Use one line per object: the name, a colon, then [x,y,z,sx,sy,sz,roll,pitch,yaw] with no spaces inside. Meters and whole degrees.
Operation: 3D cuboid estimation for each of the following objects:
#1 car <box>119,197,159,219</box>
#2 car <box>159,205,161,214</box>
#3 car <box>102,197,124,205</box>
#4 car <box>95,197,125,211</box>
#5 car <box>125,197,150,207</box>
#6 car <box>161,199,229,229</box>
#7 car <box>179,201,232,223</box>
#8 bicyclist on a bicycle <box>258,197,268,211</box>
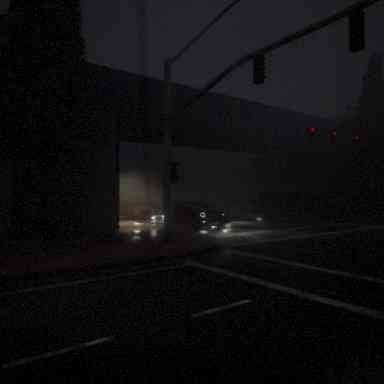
car: [-5.221,1.503,29.482,1.882,1.535,5.008,0,0,-36]
car: [-4.682,1.579,34.668,2.033,1.411,5.357,0,0,-36]
car: [-14.364,1.596,60.072,2.033,1.411,5.357,0,0,-35]
car: [-10.596,1.512,42.736,1.882,1.535,5.008,0,0,-36]
car: [-8.652,1.524,52.234,1.882,1.535,5.008,0,0,-36]
car: [0.183,1.375,22.121,2.097,1.767,4.553,0,0,-36]
car: [0.986,1.555,26.942,1.812,1.442,4.674,0,0,-36]
bicyclist on a bicycle: [7.862,1.349,36.981,1.656,1.620,0.582,0,0,-36]
